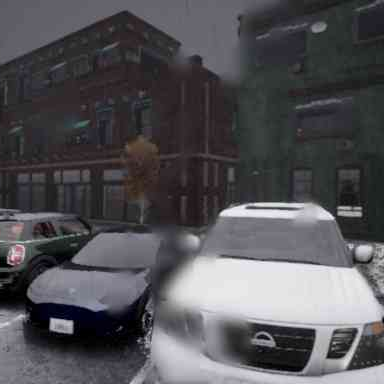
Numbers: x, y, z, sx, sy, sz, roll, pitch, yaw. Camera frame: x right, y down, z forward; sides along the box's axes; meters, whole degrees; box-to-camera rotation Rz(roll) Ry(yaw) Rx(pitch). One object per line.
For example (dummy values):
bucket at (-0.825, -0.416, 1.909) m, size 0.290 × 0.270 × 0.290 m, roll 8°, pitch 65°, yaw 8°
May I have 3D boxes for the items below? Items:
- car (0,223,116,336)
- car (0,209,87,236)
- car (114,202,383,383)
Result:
car at (-1.168, 1.486, 6.938) m, size 2.163 × 1.488 × 4.792 m, roll 1°, pitch 0°, yaw 15°
car at (-3.623, 1.313, 8.685) m, size 2.185 × 1.767 × 4.553 m, roll 0°, pitch -1°, yaw 16°
car at (1.276, 1.222, 5.196) m, size 2.435 × 2.045 × 5.566 m, roll 1°, pitch 0°, yaw 16°
